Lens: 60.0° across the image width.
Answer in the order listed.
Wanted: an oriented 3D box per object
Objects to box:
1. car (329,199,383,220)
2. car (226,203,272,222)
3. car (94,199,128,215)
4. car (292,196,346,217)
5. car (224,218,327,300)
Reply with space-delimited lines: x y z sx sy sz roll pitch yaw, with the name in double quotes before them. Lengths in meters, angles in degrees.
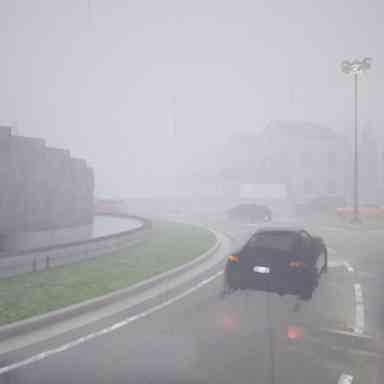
"car" 15.769 1.718 30.769 5.008 1.535 1.882 0 0 -11
"car" 4.625 1.690 27.565 1.837 1.490 4.892 1 0 -25
"car" -9.040 1.532 34.801 4.553 1.767 2.097 0 0 22
"car" 13.110 1.472 33.838 5.566 2.045 2.150 0 0 -9
"car" 2.379 1.626 8.806 1.994 1.385 4.181 0 0 27
